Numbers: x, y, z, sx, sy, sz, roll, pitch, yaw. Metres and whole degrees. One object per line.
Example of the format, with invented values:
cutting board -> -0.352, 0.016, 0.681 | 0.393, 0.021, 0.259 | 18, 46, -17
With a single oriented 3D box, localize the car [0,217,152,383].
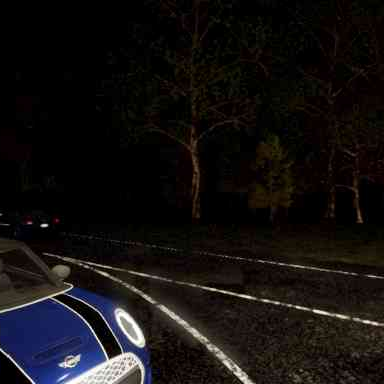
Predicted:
car -> -2.607, 1.338, 3.742 | 4.553, 1.767, 2.097 | 1, 0, 35

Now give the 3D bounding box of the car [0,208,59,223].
car -> -8.268, 1.479, 16.237 | 4.181, 1.385, 1.994 | 0, 0, 37
